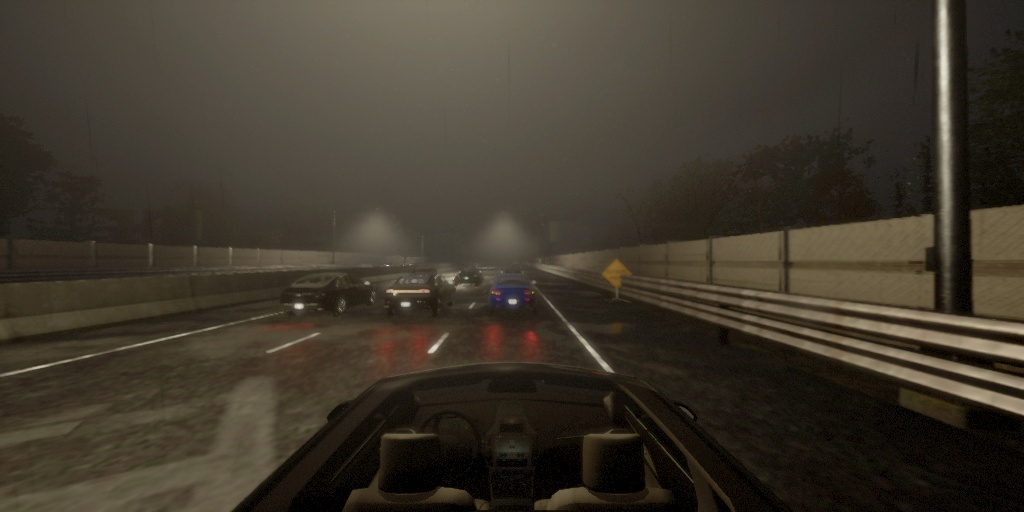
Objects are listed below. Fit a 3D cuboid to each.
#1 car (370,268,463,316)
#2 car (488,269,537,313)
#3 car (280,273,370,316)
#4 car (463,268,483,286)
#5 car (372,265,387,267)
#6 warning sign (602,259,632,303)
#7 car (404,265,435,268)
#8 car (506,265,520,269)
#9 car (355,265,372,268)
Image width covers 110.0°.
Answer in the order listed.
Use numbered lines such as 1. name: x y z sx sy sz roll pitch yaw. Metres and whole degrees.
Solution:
1. car: -3.460 1.405 14.160 2.128 1.511 4.902 0 -1 0
2. car: 0.045 1.448 14.858 1.812 1.442 4.674 0 0 0
3. car: -6.960 1.419 14.176 1.837 1.490 4.892 0 0 0
4. car: -3.461 1.677 29.355 1.994 1.385 4.181 0 -1 0
5. car: -21.044 2.113 59.965 1.895 1.301 4.718 0 -1 1
6. warning sign: 4.547 1.047 15.507 1.300 1.860 1.060 0 0 0
7. car: -6.964 1.616 29.182 1.837 1.490 4.892 0 0 0
8. car: 0.037 1.678 29.347 1.994 1.385 4.181 0 -1 1
9. car: -24.537 2.111 59.809 1.895 1.301 4.718 0 -1 1
